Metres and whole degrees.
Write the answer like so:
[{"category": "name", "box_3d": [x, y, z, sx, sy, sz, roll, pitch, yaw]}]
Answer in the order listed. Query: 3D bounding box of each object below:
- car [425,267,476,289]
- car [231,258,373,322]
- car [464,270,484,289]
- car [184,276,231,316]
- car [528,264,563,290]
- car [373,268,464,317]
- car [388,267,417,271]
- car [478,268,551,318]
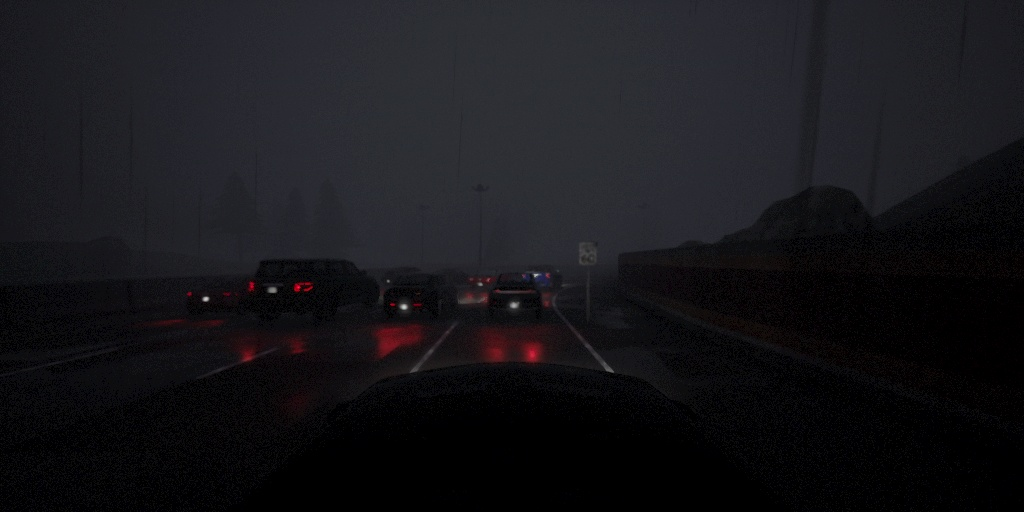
[{"category": "car", "box_3d": [-4.546, 1.599, 27.184, 1.994, 1.385, 4.181, 0, -1, 19]}, {"category": "car", "box_3d": [-6.860, 1.100, 13.113, 2.150, 2.045, 5.566, 0, 0, 2]}, {"category": "car", "box_3d": [-1.385, 1.619, 25.706, 1.895, 1.301, 4.718, 0, -1, 18]}, {"category": "car", "box_3d": [-10.296, 1.453, 14.181, 1.994, 1.385, 4.181, 0, -1, 3]}, {"category": "car", "box_3d": [2.243, 1.367, 25.451, 2.097, 1.767, 4.553, 0, -1, 19]}, {"category": "car", "box_3d": [-3.319, 1.390, 13.807, 1.837, 1.490, 4.892, 0, -1, 3]}, {"category": "car", "box_3d": [-8.039, 1.547, 27.786, 1.837, 1.490, 4.892, 0, 0, 18]}, {"category": "car", "box_3d": [0.172, 1.375, 13.676, 2.128, 1.511, 4.902, 0, -1, 2]}]
